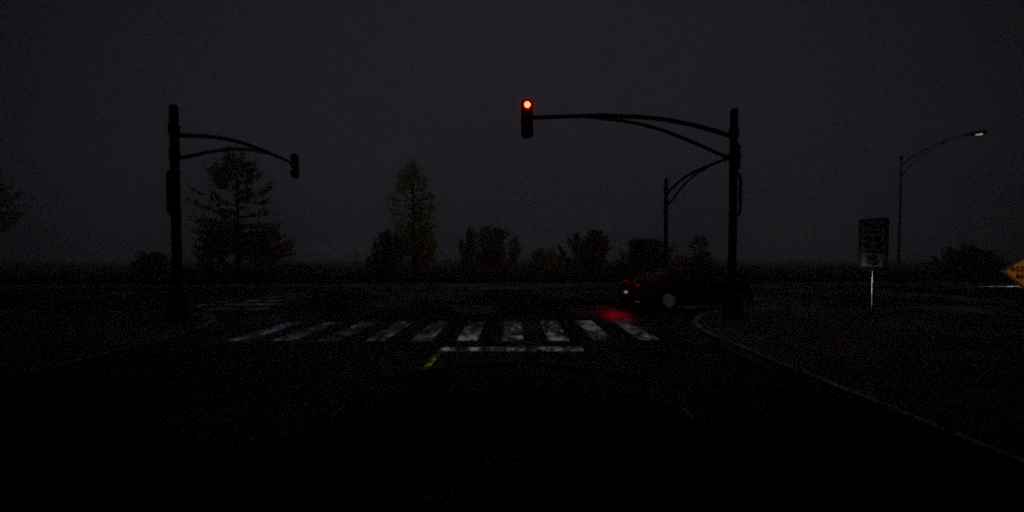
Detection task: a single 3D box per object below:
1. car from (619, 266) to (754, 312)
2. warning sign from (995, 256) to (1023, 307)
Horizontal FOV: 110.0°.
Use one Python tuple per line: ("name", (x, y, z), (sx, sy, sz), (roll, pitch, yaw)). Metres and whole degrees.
("car", (6.554, 1.147, 13.498), (5.008, 1.535, 1.882), (0, 0, -12))
("warning sign", (17.011, 0.814, 11.799), (1.060, 1.860, 1.300), (0, 0, -1))
